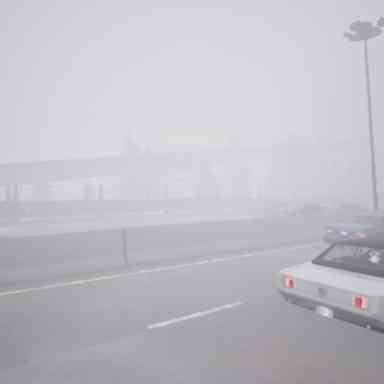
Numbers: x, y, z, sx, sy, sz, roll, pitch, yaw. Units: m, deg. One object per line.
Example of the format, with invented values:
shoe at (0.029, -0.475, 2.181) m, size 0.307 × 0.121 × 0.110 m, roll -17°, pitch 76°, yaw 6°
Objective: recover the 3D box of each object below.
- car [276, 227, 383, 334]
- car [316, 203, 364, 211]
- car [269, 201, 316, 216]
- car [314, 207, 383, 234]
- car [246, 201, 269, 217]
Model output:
car at (3.903, 1.592, 6.531) m, size 4.718 × 1.301 × 1.895 m, roll 0°, pitch 0°, yaw -36°
car at (11.706, 1.515, 25.231) m, size 4.181 × 1.385 × 1.994 m, roll 0°, pitch 0°, yaw -35°
car at (9.228, 1.500, 27.768) m, size 5.357 × 1.411 × 2.033 m, roll 0°, pitch 0°, yaw -35°
car at (7.497, 1.523, 13.396) m, size 5.357 × 1.411 × 2.033 m, roll 0°, pitch 0°, yaw -36°
car at (7.479, 1.499, 30.818) m, size 5.357 × 1.411 × 2.033 m, roll 0°, pitch 0°, yaw -35°
